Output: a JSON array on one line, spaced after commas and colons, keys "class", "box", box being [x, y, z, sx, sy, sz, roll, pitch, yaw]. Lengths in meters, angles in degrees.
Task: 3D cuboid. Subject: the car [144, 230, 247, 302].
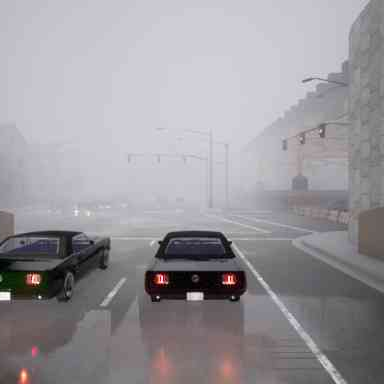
[{"class": "car", "box": [0.077, 1.601, 8.238, 1.895, 1.301, 4.718, 0, 0, 0]}]

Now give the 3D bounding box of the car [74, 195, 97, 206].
[{"class": "car", "box": [-17.131, 1.352, 53.705, 2.097, 1.767, 4.553, 0, 0, 2]}]

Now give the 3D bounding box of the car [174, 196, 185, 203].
[{"class": "car", "box": [-2.643, 1.564, 69.309, 1.994, 1.385, 4.181, 0, 0, 1]}]

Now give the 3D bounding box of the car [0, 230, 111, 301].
[{"class": "car", "box": [-3.423, 1.601, 8.247, 1.895, 1.301, 4.718, 0, 0, 0]}]

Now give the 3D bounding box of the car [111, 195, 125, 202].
[{"class": "car", "box": [-16.524, 1.478, 74.149, 1.882, 1.535, 5.008, 0, 0, 1]}]

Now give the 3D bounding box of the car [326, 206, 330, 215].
[{"class": "car", "box": [14.050, 1.453, 30.763, 4.974, 1.542, 2.038, 0, 0, -45]}]

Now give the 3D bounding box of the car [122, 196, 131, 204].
[{"class": "car", "box": [-13.292, 1.601, 64.834, 1.895, 1.301, 4.718, 0, 0, 2]}]

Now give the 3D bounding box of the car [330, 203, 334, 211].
[{"class": "car", "box": [13.943, 1.453, 26.156, 2.038, 1.542, 4.974, 0, 0, -35]}]

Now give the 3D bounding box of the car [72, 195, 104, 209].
[{"class": "car", "box": [-13.864, 1.478, 44.707, 1.882, 1.535, 5.008, 0, 0, 2]}]

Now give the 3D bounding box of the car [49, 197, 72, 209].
[{"class": "car", "box": [-17.370, 1.491, 44.504, 2.128, 1.511, 4.902, 0, 0, 2]}]

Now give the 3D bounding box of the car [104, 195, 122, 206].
[{"class": "car", "box": [-13.607, 1.547, 54.530, 2.033, 1.411, 5.357, 0, 0, 2]}]

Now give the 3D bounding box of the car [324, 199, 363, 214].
[{"class": "car", "box": [14.086, 1.295, 30.799, 4.536, 1.218, 1.853, 0, 0, -45]}]

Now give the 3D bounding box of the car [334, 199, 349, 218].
[{"class": "car", "box": [13.973, 1.295, 26.113, 1.853, 1.218, 4.536, 0, 0, -35]}]

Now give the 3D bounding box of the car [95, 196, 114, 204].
[{"class": "car", "box": [-16.816, 1.547, 63.979, 2.033, 1.411, 5.357, 0, 0, 2]}]

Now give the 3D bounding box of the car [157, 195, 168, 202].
[{"class": "car", "box": [-6.142, 1.367, 69.397, 1.994, 1.385, 4.181, 0, 0, 1]}]
